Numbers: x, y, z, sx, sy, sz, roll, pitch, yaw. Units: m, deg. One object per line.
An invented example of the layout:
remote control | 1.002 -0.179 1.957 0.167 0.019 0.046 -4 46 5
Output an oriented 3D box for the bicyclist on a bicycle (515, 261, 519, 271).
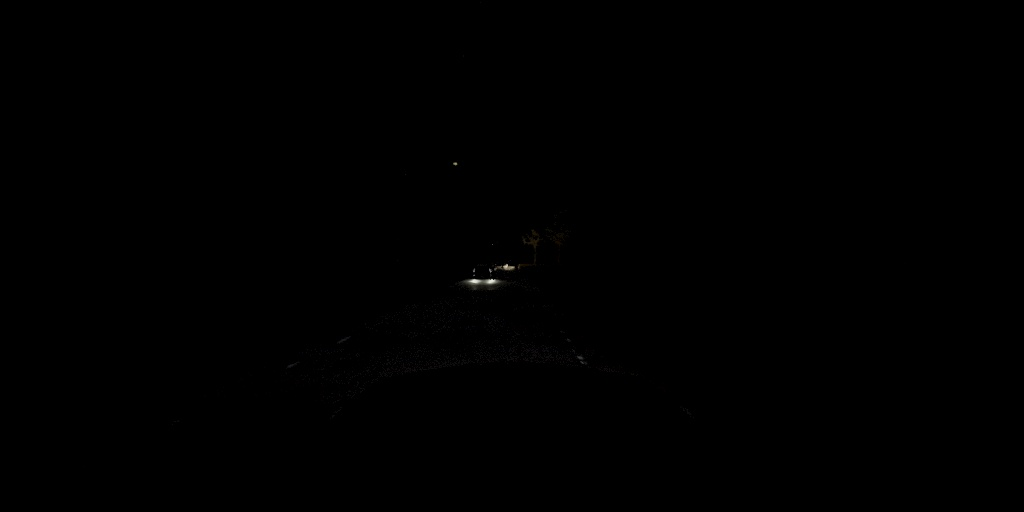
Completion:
bicyclist on a bicycle | 0.740 1.657 56.323 0.866 1.612 1.509 0 -1 0

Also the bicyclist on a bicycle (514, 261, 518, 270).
bicyclist on a bicycle | 0.742 1.745 65.171 0.582 1.620 1.656 0 -1 0

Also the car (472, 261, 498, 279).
car | -2.849 1.406 36.631 2.097 1.767 4.553 0 0 0
